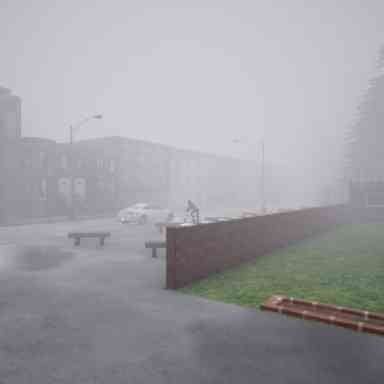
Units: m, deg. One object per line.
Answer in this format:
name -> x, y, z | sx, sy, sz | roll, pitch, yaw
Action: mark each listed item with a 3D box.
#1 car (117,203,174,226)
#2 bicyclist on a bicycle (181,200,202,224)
car -> -3.199, 1.526, 23.661 | 1.812, 1.442, 4.674 | 0, 0, 35
bicyclist on a bicycle -> -0.031, 1.340, 20.852 | 1.656, 1.620, 0.582 | 0, 0, 35
